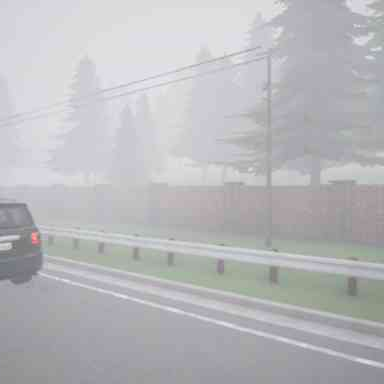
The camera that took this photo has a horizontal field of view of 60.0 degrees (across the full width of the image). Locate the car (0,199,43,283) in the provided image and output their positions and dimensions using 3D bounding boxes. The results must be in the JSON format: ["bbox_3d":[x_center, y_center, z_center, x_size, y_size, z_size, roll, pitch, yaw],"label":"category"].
[{"bbox_3d":[-5.965,1.170,8.252,5.566,2.045,2.150,1,0,36],"label":"car"}]
